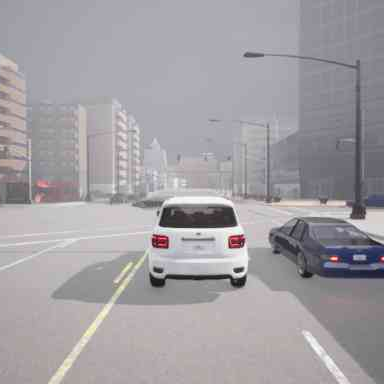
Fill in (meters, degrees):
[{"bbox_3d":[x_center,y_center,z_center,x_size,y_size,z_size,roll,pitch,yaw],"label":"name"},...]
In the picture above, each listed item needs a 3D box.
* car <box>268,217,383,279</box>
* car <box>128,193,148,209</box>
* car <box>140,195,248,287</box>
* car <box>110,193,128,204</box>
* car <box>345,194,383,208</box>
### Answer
[{"bbox_3d":[3.663,1.439,9.755,2.033,1.411,5.357,0,1,0],"label":"car"},{"bbox_3d":[-3.492,1.061,34.353,5.357,1.411,2.033,0,1,1],"label":"car"},{"bbox_3d":[0.146,1.126,9.213,2.150,2.045,5.566,0,1,0],"label":"car"},{"bbox_3d":[-10.283,0.869,47.076,1.837,1.490,4.892,0,1,1],"label":"car"},{"bbox_3d":[18.343,0.921,34.023,5.008,1.535,1.882,0,1,1],"label":"car"}]
